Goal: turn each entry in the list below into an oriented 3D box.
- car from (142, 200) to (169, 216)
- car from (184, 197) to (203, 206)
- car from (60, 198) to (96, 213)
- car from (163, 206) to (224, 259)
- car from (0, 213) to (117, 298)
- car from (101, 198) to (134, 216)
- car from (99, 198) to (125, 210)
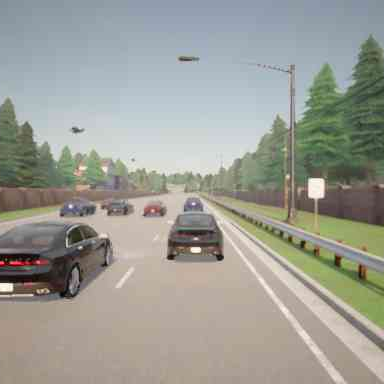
[{"bbox_3d":[-3.444,1.489,31.607,1.812,1.442,4.674,0,0,1],"label":"car"},{"bbox_3d":[0.145,1.312,37.003,2.097,1.767,4.553,0,0,0],"label":"car"},{"bbox_3d":[-10.452,1.309,30.846,2.097,1.767,4.553,0,0,0],"label":"car"},{"bbox_3d":[0.115,1.492,12.489,1.837,1.490,4.892,0,0,0],"label":"car"},{"bbox_3d":[-3.392,1.491,8.455,1.837,1.490,4.892,0,0,0],"label":"car"},{"bbox_3d":[-6.929,1.451,32.556,2.128,1.511,4.902,0,0,1],"label":"car"},{"bbox_3d":[-10.409,1.492,43.459,2.033,1.411,5.357,0,0,1],"label":"car"}]
